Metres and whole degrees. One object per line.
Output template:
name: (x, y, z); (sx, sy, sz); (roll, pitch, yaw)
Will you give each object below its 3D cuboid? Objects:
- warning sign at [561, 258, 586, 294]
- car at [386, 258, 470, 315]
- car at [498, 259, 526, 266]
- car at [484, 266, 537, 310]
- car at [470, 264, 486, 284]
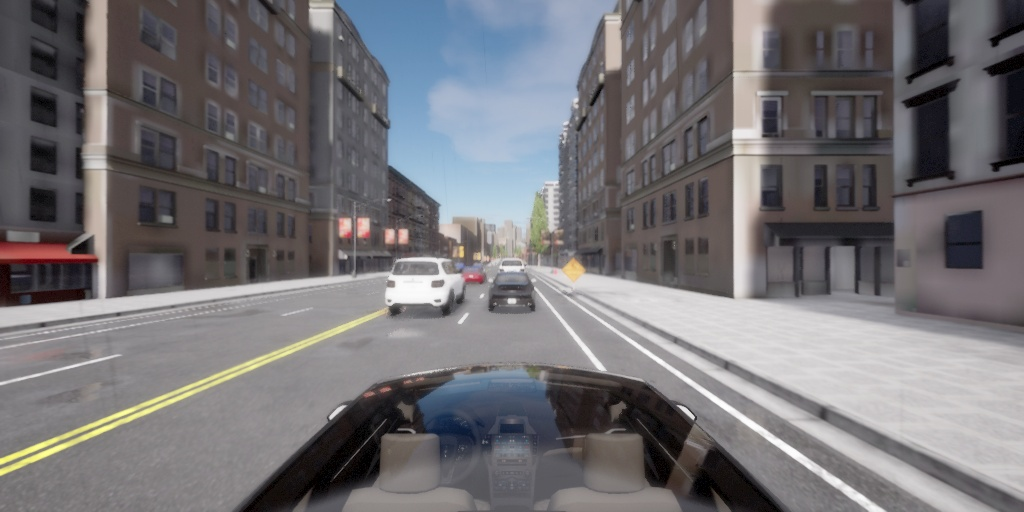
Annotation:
warning sign: (3.221, 1.029, 18.762); (1.300, 1.860, 1.060); (0, 0, 0)
car: (-3.245, 1.097, 14.442); (2.150, 2.045, 5.566); (0, 0, 0)
car: (0.000, 1.246, 29.448); (2.150, 2.045, 5.566); (0, 0, 0)
car: (0.014, 1.388, 15.384); (1.837, 1.490, 4.892); (0, 0, 0)
car: (-3.238, 1.595, 30.422); (1.994, 1.385, 4.181); (0, -1, 0)
